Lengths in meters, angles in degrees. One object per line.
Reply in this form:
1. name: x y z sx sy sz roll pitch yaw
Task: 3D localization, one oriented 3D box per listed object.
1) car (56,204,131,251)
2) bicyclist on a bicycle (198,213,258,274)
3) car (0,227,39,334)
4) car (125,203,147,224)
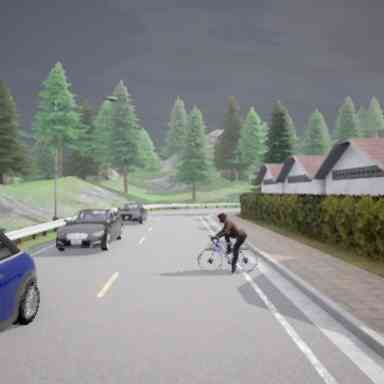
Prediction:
1. car: -4.093 1.466 13.969 2.128 1.511 4.902 0 0 -2
2. bicyclist on a bicycle: 0.984 1.408 9.095 1.656 1.620 0.582 0 0 -2
3. car: -3.713 1.344 4.017 2.097 1.767 4.553 0 0 -2
4. car: -4.368 1.519 24.009 1.994 1.385 4.181 0 0 -1
